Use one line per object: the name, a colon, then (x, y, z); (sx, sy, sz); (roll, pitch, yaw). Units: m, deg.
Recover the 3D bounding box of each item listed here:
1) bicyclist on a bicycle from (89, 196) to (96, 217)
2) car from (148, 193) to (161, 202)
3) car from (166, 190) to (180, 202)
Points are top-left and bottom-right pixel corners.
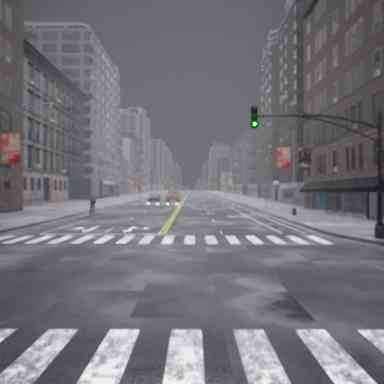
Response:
bicyclist on a bicycle: (-8.755, 1.252, 29.164); (0.659, 1.776, 1.843); (0, 1, 0)
car: (-6.512, 0.934, 58.087); (1.882, 1.535, 5.008); (0, 1, 0)
car: (-3.262, 0.678, 58.054); (2.150, 2.045, 5.566); (0, 1, 0)
